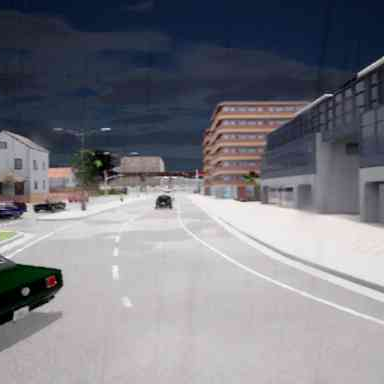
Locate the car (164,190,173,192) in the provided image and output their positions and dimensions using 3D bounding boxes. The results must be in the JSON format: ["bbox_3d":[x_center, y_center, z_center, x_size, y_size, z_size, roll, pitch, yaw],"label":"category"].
[{"bbox_3d":[-4.458,0.627,63.068,2.150,2.045,5.566,-1,1,-3],"label":"car"}]

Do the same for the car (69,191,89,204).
[{"bbox_3d":[-19.319,0.866,56.777,2.150,2.045,5.566,-1,1,-2],"label":"car"}]

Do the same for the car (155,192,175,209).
[{"bbox_3d":[-3.350,1.107,39.787,1.882,1.535,5.008,-1,1,-3],"label":"car"}]

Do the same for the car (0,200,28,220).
[{"bbox_3d":[-14.454,1.519,24.699,1.895,1.301,4.718,-1,1,0],"label":"car"}]

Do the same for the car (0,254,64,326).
[{"bbox_3d":[-4.775,1.595,5.678,4.718,1.301,1.895,-1,1,15],"label":"car"}]

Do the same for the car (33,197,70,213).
[{"bbox_3d":[-14.806,1.421,34.787,1.895,1.301,4.718,-1,1,-2],"label":"car"}]
